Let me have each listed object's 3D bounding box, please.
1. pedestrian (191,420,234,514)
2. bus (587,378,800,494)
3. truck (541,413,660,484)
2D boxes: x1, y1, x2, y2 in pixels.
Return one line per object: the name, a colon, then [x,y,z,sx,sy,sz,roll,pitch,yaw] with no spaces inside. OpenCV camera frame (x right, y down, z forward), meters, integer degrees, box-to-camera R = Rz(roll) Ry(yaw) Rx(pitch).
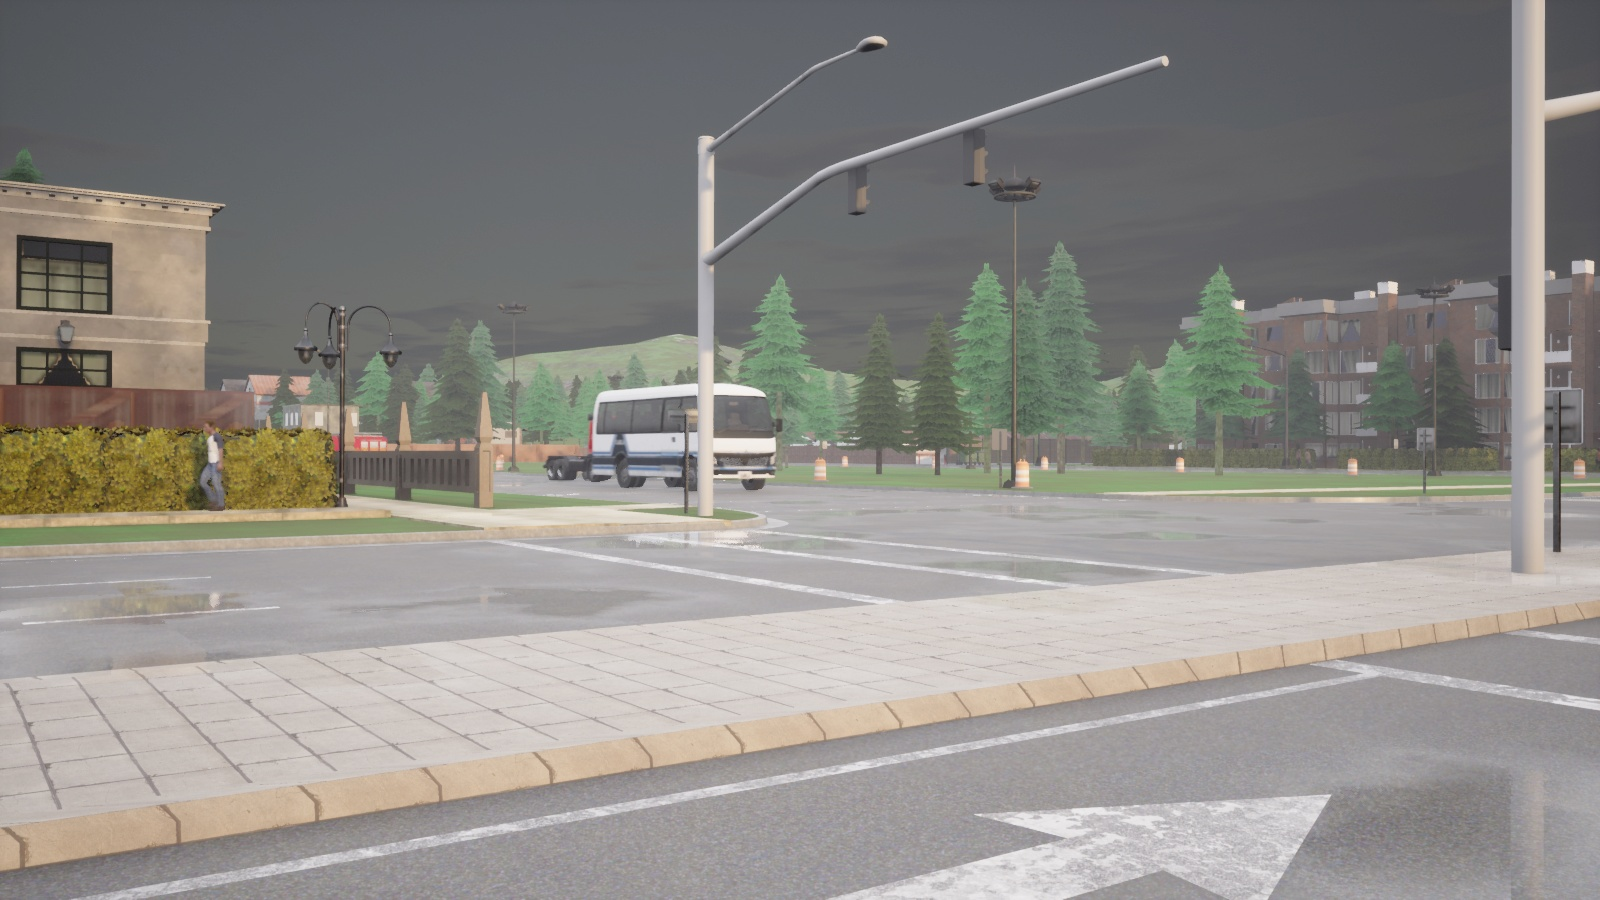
pedestrian: [-11.705,0.334,25.029,0.706,1.836,0.354,0,0,-38]
bus: [-4.591,-0.497,51.122,3.944,4.253,10.273,0,0,-35]
truck: [-10.529,-0.054,65.508,2.891,3.462,7.936,0,0,-35]
